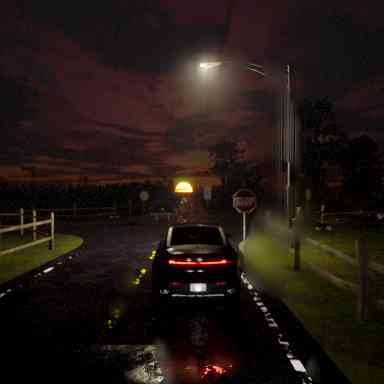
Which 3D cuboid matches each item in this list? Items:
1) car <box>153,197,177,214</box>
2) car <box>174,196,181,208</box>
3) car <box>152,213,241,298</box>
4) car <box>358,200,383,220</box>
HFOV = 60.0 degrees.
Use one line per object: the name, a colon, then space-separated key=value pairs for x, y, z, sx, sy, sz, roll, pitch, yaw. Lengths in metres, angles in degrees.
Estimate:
car: x=-2.992 y=1.593 z=36.043 sx=1.994 sy=1.385 sz=4.181 roll=0 pitch=0 yaw=1
car: x=-2.900 y=1.552 z=47.747 sx=1.837 sy=1.490 sz=4.892 roll=0 pitch=-1 yaw=0
car: x=0.059 y=1.506 z=8.526 sx=1.837 sy=1.490 sz=4.892 roll=0 pitch=0 yaw=-1
car: x=14.740 y=1.227 z=24.334 sx=4.892 sy=1.490 sz=1.837 roll=-1 pitch=0 yaw=1
